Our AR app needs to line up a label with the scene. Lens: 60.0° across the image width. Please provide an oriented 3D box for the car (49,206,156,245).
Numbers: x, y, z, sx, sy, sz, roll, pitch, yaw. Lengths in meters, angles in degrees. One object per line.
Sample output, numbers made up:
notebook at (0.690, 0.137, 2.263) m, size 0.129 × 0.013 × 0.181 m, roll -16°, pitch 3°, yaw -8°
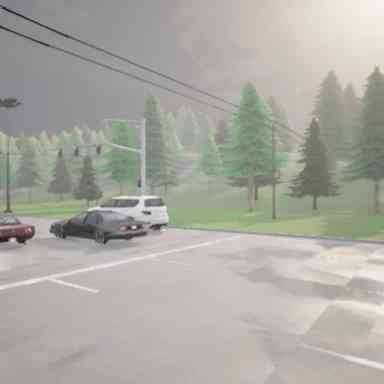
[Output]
car at (-4.542, 1.588, 15.829) m, size 5.357 × 1.411 × 2.033 m, roll 0°, pitch 0°, yaw 36°

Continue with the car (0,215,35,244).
car at (-9.062, 1.651, 14.755) m, size 4.718 × 1.301 × 1.895 m, roll 0°, pitch 0°, yaw 35°

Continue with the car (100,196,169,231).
car at (-3.928, 1.267, 19.691) m, size 5.566 × 2.045 × 2.150 m, roll 0°, pitch 0°, yaw 36°
